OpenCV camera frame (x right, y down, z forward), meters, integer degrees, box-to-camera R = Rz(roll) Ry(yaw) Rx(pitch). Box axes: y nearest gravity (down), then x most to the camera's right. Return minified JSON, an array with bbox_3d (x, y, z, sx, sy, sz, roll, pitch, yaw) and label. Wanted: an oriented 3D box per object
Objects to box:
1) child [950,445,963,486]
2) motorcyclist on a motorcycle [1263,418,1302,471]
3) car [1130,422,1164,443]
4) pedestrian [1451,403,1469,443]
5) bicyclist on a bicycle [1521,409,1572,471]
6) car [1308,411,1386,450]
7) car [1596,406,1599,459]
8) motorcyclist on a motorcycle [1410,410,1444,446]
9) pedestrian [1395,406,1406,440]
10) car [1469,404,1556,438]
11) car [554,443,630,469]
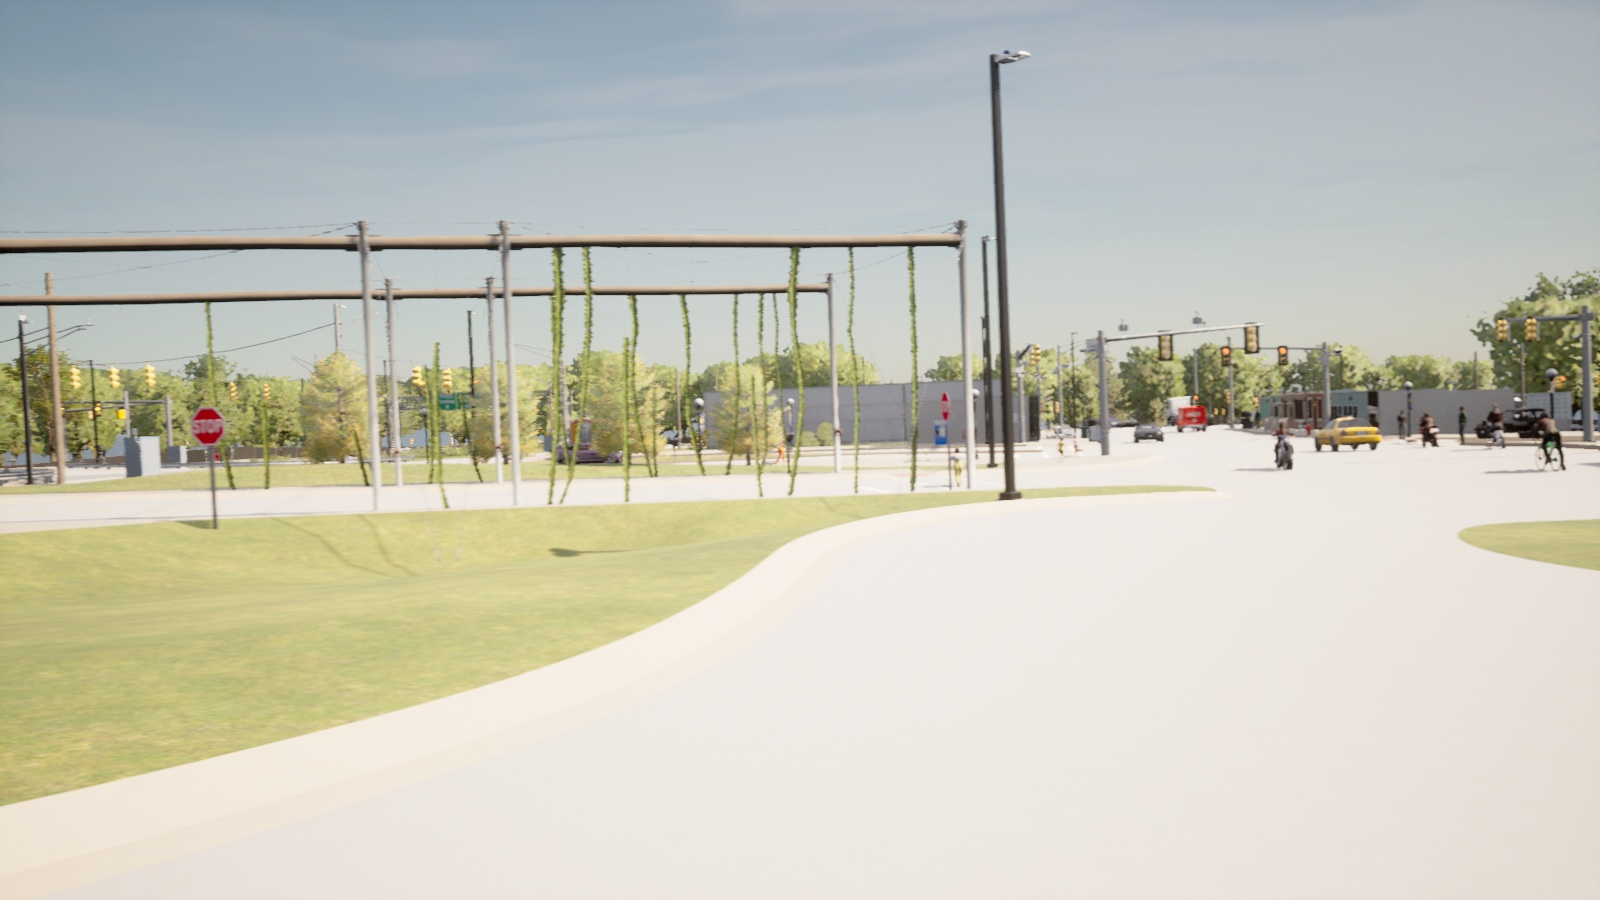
[{"bbox_3d":[4.868,0.472,39.095,0.270,1.263,0.437,-3,2,-4],"label":"child"},{"bbox_3d":[16.030,-0.195,41.764,0.766,1.649,2.350,-3,2,12],"label":"motorcyclist on a motorcycle"},{"bbox_3d":[25.568,-1.325,92.638,1.994,1.385,4.181,-2,1,11],"label":"car"},{"bbox_3d":[30.804,-1.269,58.629,0.614,1.847,0.353,-2,2,10],"label":"pedestrian"},{"bbox_3d":[20.630,-0.284,34.723,0.582,1.620,1.656,-3,1,9],"label":"bicyclist on a bicycle"},{"bbox_3d":[24.032,-0.849,55.376,1.801,1.575,5.366,-2,0,9],"label":"car"},{"bbox_3d":[24.277,-0.472,34.758,1.801,1.575,5.366,-2,2,9],"label":"car"},{"bbox_3d":[27.821,-0.961,55.727,0.797,1.523,2.044,-2,0,11],"label":"motorcyclist on a motorcycle"},{"bbox_3d":[35.046,-1.591,73.273,0.402,1.930,0.666,-2,2,11],"label":"pedestrian"},{"bbox_3d":[40.636,-1.637,71.666,3.866,1.878,1.905,-1,2,5],"label":"car"},{"bbox_3d":[-12.807,0.368,77.473,4.193,1.474,1.816,-2,1,6],"label":"car"}]
